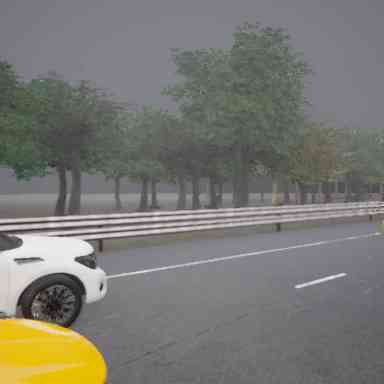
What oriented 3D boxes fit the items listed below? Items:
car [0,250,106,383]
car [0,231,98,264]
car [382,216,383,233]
[{"bbox_3d":[-2.917,1.476,1.666,5.008,1.535,1.882,0,0,-36],"label":"car"},{"bbox_3d":[-4.198,1.221,5.066,5.566,2.045,2.150,0,0,-36],"label":"car"},{"bbox_3d":[11.083,1.381,15.964,5.008,1.535,1.882,0,0,-36],"label":"car"}]
